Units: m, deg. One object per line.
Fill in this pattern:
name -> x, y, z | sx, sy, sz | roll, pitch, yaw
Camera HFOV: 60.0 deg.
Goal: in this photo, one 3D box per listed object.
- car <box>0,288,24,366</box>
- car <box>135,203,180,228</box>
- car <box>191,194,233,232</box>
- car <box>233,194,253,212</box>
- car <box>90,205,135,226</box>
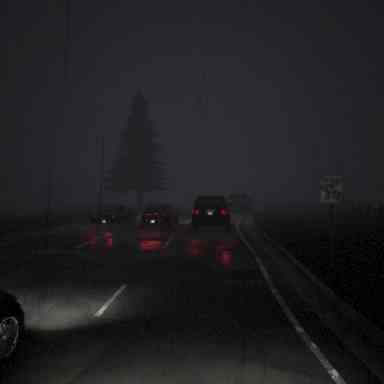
car -> -3.347, 1.525, 2.820 | 1.812, 1.442, 4.674 | 0, 0, 2
car -> -2.016, 1.503, 22.191 | 1.837, 1.490, 4.892 | 0, 0, 7
car -> 1.241, 1.219, 20.291 | 2.150, 2.045, 5.566 | 0, 0, 6
car -> 5.682, 1.218, 38.820 | 2.150, 2.045, 5.566 | 0, 0, 20
car -> -5.362, 1.599, 23.663 | 1.895, 1.301, 4.718 | 0, 0, 8
